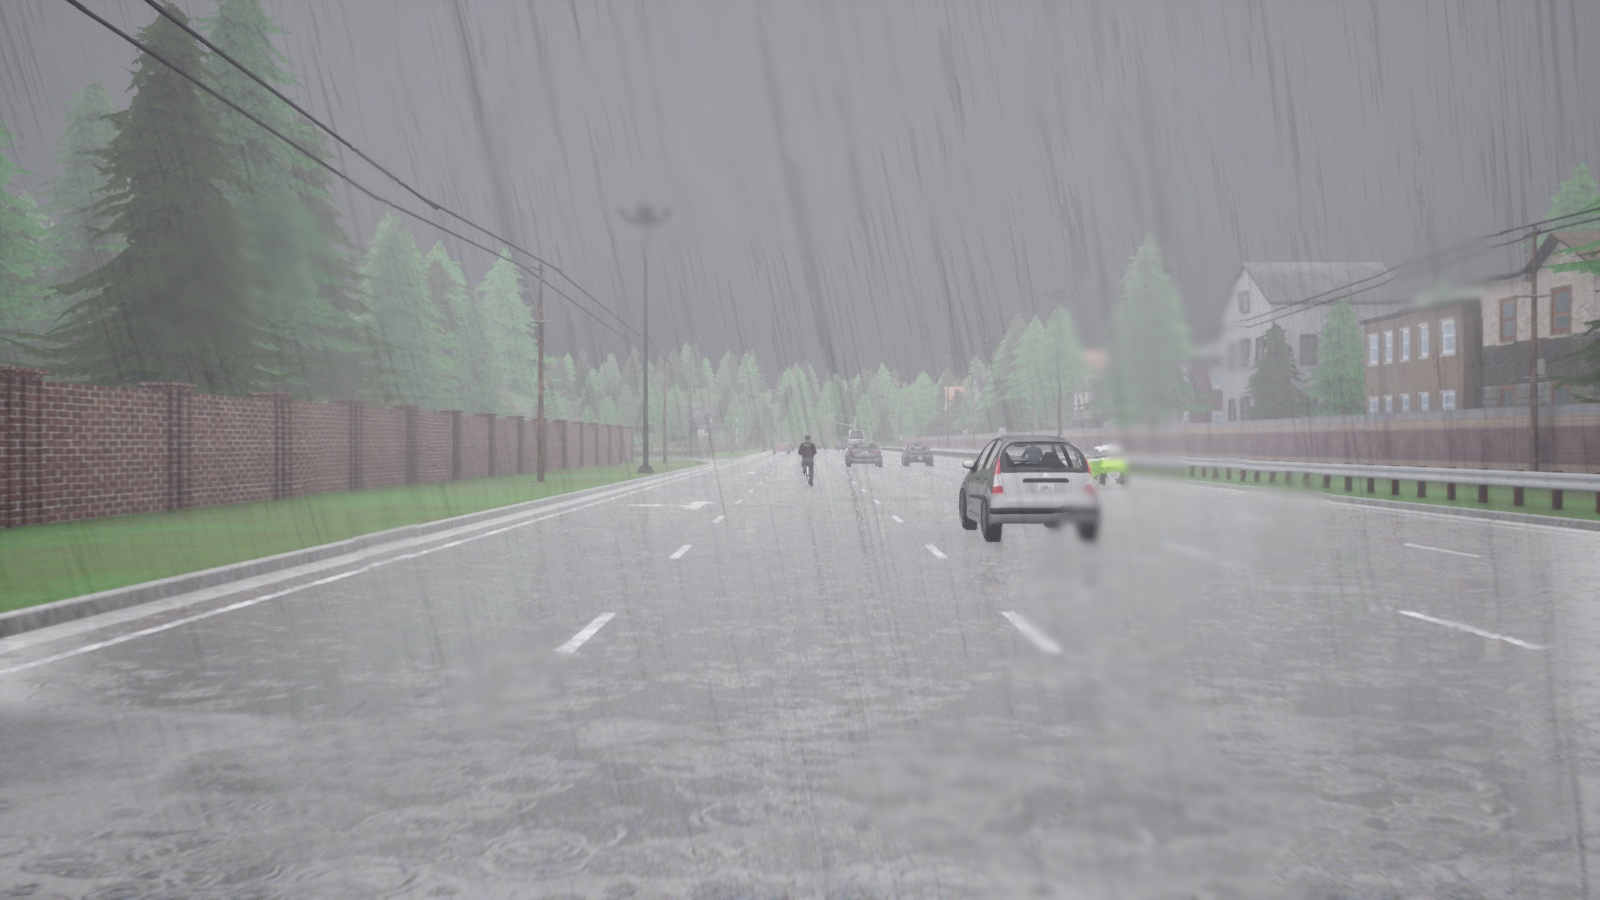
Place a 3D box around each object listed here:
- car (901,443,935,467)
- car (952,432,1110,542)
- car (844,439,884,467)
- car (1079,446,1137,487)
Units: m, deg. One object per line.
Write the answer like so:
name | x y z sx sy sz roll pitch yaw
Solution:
car | 7.472 0.315 80.014 1.816 1.474 4.193 0 0 0
car | 3.632 0.533 20.412 1.851 1.617 3.988 0 0 0
car | 3.963 0.152 78.395 2.242 1.667 4.611 0 0 0
car | 10.767 0.562 43.966 1.481 1.376 2.207 0 1 0
